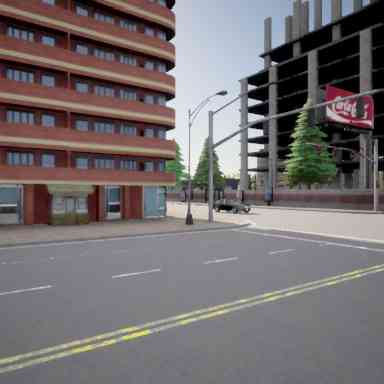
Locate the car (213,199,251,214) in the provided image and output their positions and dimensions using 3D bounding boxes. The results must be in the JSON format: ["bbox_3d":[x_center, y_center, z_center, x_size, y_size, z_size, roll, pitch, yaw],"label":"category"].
[{"bbox_3d":[4.209,1.491,35.904,2.128,1.511,4.902,0,0,-35],"label":"car"}]
